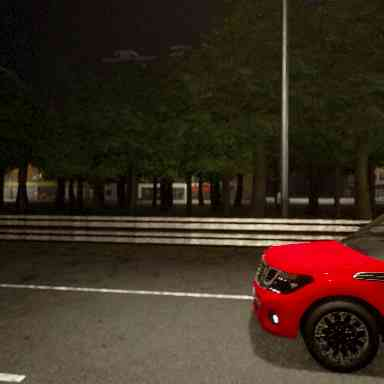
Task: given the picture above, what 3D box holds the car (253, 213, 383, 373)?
[{"bbox_3d":[3.728,1.217,4.865,5.566,2.045,2.150,0,0,9],"label":"car"}]
